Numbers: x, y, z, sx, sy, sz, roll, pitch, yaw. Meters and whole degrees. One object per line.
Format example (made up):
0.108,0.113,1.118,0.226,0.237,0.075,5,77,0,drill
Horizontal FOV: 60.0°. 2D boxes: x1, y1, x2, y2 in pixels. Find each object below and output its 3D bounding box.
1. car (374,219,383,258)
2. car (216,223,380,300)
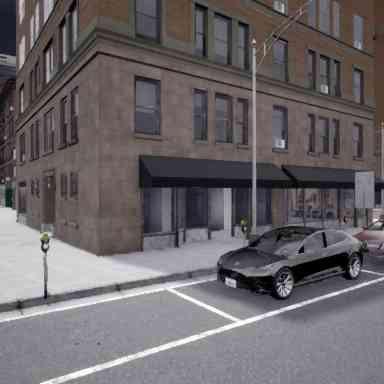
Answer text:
7.080,1.582,11.573,4.206,1.307,1.802,0,0,-35,car
2.599,1.566,8.382,4.313,1.339,1.947,0,0,-35,car
